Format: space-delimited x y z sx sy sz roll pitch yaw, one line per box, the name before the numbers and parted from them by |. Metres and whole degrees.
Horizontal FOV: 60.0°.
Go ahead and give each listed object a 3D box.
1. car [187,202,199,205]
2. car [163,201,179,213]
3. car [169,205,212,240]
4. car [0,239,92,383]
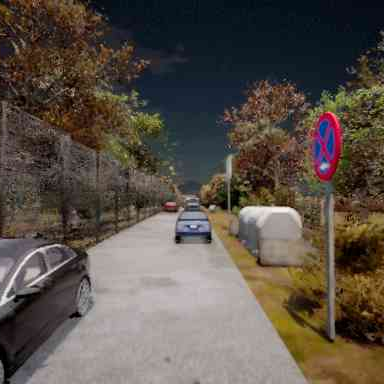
car | 0.091 1.925 38.828 1.837 1.490 4.892 0 -1 0
car | -2.825 2.037 45.083 1.882 1.535 5.008 0 -1 0
car | 0.073 1.646 17.706 2.033 1.411 5.357 0 -1 0
car | -2.857 1.504 4.638 2.128 1.511 4.902 0 0 0
